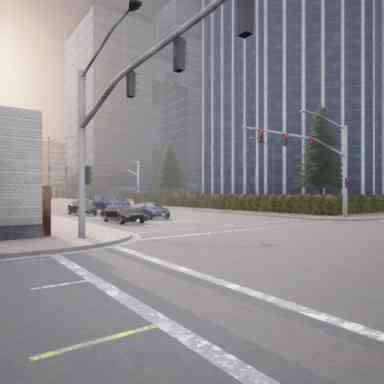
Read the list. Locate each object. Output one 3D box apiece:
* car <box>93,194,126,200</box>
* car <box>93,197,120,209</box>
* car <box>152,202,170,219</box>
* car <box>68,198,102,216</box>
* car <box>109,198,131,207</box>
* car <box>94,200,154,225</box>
[{"bbox_3d":[-9.368,1.276,36.922,2.150,2.045,5.566,0,0,-36],"label":"car"},{"bbox_3d":[-12.198,1.546,47.172,2.128,1.511,4.902,0,0,-36],"label":"car"},{"bbox_3d":[-3.705,1.580,29.051,1.812,1.442,4.674,0,0,-36],"label":"car"},{"bbox_3d":[-10.970,1.560,33.146,1.837,1.490,4.892,0,0,-36],"label":"car"},{"bbox_3d":[-11.270,1.618,51.878,1.994,1.385,4.181,0,0,-36],"label":"car"},{"bbox_3d":[-5.299,1.602,25.237,2.033,1.411,5.357,0,0,-36],"label":"car"}]
